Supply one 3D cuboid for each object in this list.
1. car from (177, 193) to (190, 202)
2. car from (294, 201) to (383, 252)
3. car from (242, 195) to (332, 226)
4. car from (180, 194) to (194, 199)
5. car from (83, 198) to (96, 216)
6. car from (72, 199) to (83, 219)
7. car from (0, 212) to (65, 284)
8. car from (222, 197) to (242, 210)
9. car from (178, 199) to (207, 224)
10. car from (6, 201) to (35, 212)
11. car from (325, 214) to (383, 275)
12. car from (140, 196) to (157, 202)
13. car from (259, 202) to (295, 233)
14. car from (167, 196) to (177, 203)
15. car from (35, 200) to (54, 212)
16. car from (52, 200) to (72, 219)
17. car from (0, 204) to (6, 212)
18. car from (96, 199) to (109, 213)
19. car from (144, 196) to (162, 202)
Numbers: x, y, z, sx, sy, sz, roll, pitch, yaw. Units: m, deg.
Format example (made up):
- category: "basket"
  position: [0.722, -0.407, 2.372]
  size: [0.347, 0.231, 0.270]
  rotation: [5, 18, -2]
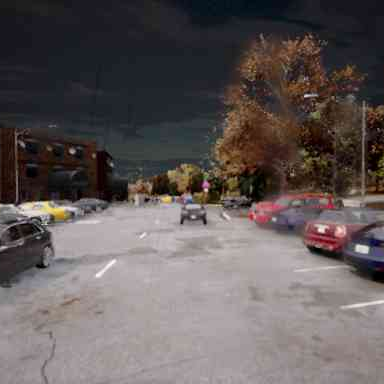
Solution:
- category: "car"
  position: [-1.032, 1.301, 65.206]
  size: [2.435, 2.045, 5.566]
  rotation: [0, -1, -7]
- category: "car"
  position: [6.369, 1.333, 12.002]
  size: [4.553, 1.767, 2.185]
  rotation: [1, 0, -20]
- category: "car"
  position: [6.370, 1.196, 20.831]
  size: [5.566, 2.045, 2.435]
  rotation: [1, 0, -20]
- category: "car"
  position: [-0.669, 1.490, 59.220]
  size: [2.097, 1.535, 5.008]
  rotation: [0, -1, -1]
- category: "car"
  position: [-11.431, 1.435, 29.614]
  size: [4.892, 1.521, 2.231]
  rotation: [-1, 0, -20]
- category: "car"
  position: [-11.425, 1.478, 26.681]
  size: [4.674, 1.452, 2.002]
  rotation: [-1, 0, -20]
- category: "car"
  position: [-5.100, 1.484, 8.280]
  size: [1.837, 1.490, 4.892]
  rotation: [0, 0, 0]
- category: "car"
  position: [5.883, 1.293, 40.476]
  size: [4.902, 1.511, 2.128]
  rotation: [-3, 1, -32]
- category: "car"
  position: [0.096, 1.482, 24.414]
  size: [1.812, 1.442, 4.674]
  rotation: [0, 0, 0]
- category: "car"
  position: [-11.431, 1.452, 17.882]
  size: [4.892, 1.521, 2.231]
  rotation: [-1, 0, -20]
- category: "car"
  position: [6.423, 1.494, 9.079]
  size: [4.792, 1.488, 2.163]
  rotation: [1, 0, -20]
- category: "car"
  position: [-11.971, 1.970, 90.989]
  size: [2.097, 1.535, 5.008]
  rotation: [-1, 0, -41]
- category: "car"
  position: [6.419, 1.481, 17.914]
  size: [4.792, 1.488, 2.163]
  rotation: [1, 0, -20]
- category: "car"
  position: [-3.489, 1.704, 76.366]
  size: [2.231, 1.521, 4.892]
  rotation: [0, 0, -18]
- category: "car"
  position: [-11.424, 1.486, 20.812]
  size: [4.674, 1.452, 2.002]
  rotation: [-1, 0, -20]
- category: "car"
  position: [-11.594, 1.442, 23.677]
  size: [5.366, 1.575, 1.946]
  rotation: [-1, 0, -20]
- category: "car"
  position: [-11.392, 1.484, 14.956]
  size: [4.792, 1.488, 2.163]
  rotation: [-1, 0, -20]
- category: "car"
  position: [-11.423, 1.427, 35.477]
  size: [4.892, 1.521, 2.231]
  rotation: [-1, 0, -20]
- category: "car"
  position: [-9.884, 1.827, 82.096]
  size: [1.882, 1.535, 5.008]
  rotation: [-1, -1, -29]
